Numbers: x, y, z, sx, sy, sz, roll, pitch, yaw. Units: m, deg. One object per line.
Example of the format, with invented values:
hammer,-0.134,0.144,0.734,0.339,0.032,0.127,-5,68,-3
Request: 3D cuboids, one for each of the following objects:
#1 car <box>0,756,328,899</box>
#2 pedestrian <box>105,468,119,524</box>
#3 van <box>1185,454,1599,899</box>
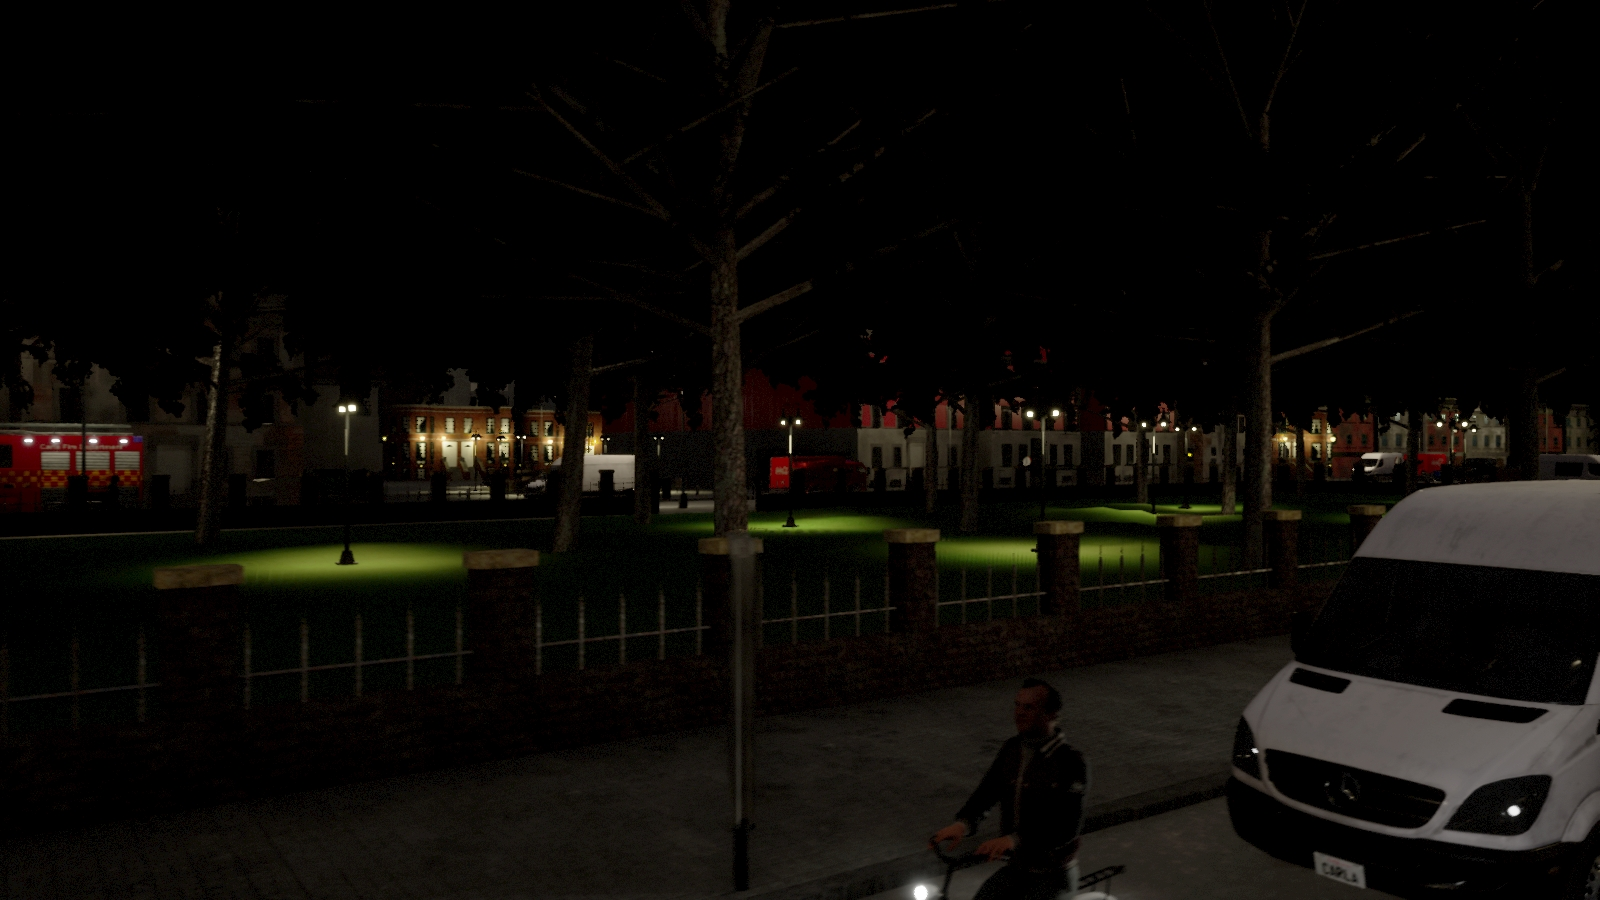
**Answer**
car,-3.080,1.845,2.235,3.806,1.475,1.970,0,0,-35
pedestrian,-22.834,1.525,37.913,0.375,1.860,0.375,0,0,-31
van,5.476,1.315,8.245,5.915,2.561,1.988,0,0,-35
